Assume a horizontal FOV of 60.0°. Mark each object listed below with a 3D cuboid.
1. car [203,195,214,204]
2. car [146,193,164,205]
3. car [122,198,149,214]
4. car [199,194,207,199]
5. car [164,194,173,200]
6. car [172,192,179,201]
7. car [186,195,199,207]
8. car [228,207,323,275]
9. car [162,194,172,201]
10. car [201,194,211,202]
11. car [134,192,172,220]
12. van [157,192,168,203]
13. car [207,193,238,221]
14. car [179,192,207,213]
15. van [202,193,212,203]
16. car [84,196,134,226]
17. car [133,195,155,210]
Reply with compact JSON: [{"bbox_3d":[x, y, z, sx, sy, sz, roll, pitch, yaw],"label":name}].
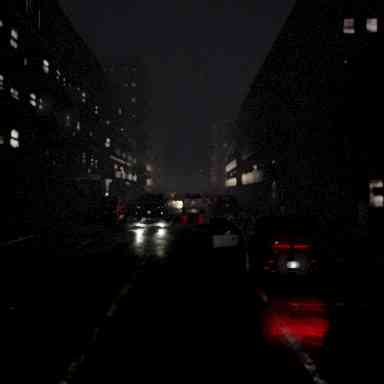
[{"bbox_3d":[2.784,1.268,56.685,1.802,1.307,4.206,0,0,0],"label":"car"},{"bbox_3d":[-5.603,1.028,51.009,2.192,1.841,5.009,0,0,0],"label":"car"},{"bbox_3d":[-5.632,1.351,33.940,2.008,1.369,4.403,0,0,0],"label":"car"},{"bbox_3d":[2.830,1.162,85.134,1.802,1.307,4.206,0,0,0],"label":"car"},{"bbox_3d":[-5.559,1.182,79.461,1.802,1.307,4.206,0,0,0],"label":"car"},{"bbox_3d":[-2.891,1.114,68.568,1.882,1.535,5.008,0,0,0],"label":"car"},{"bbox_3d":[0.105,1.237,46.895,1.837,1.490,4.892,0,0,1],"label":"car"},{"bbox_3d":[2.369,1.438,10.185,1.837,1.490,4.892,0,0,0],"label":"car"},{"bbox_3d":[-5.568,1.146,73.599,1.752,1.417,4.829,0,0,0],"label":"car"},{"bbox_3d":[2.803,1.184,68.064,1.887,1.381,4.507,0,0,0],"label":"car"},{"bbox_3d":[-3.059,1.061,26.374,2.150,2.045,5.566,0,0,0],"label":"car"},{"bbox_3d":[-5.585,1.004,62.387,1.690,1.788,3.998,0,0,0],"label":"van"},{"bbox_3d":[2.740,1.144,28.233,2.192,1.841,5.009,0,0,0],"label":"car"},{"bbox_3d":[0.103,1.020,34.376,2.150,2.045,5.566,0,1,1],"label":"car"},{"bbox_3d":[2.795,1.003,62.372,1.690,1.788,3.998,0,0,0],"label":"van"},{"bbox_3d":[-5.650,1.176,22.558,2.192,1.841,5.009,0,0,0],"label":"car"},{"bbox_3d":[-5.623,1.210,39.630,1.967,1.590,4.097,0,0,0],"label":"car"}]
